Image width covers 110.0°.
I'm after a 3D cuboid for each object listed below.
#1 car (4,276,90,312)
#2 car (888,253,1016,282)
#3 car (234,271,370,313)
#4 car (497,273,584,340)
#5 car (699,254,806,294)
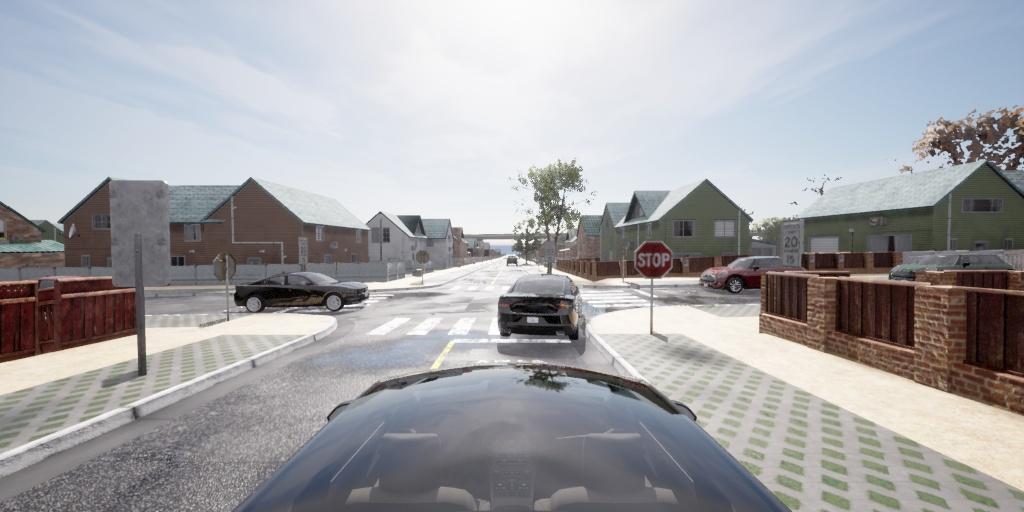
[{"bbox_3d":[-18.016,1.547,14.596,5.008,1.535,1.882,-1,2,0],"label":"car"},{"bbox_3d":[21.708,0.646,17.797,4.553,1.767,2.097,-1,2,0],"label":"car"},{"bbox_3d":[-8.463,1.377,14.655,5.008,1.535,1.882,-1,2,0],"label":"car"},{"bbox_3d":[0.961,1.224,10.125,1.882,1.535,5.008,0,0,12],"label":"car"},{"bbox_3d":[11.813,0.820,17.730,4.553,1.767,2.097,-1,2,0],"label":"car"}]
